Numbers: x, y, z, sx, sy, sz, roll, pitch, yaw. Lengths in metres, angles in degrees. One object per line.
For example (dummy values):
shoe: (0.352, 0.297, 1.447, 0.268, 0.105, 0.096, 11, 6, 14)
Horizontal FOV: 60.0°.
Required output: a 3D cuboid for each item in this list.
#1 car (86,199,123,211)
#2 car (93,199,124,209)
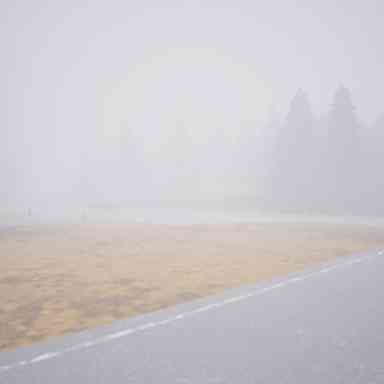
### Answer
car: (-11.472, 1.706, 42.872, 4.718, 1.301, 1.895, 0, 0, 33)
car: (-11.876, 1.680, 47.382, 4.181, 1.385, 1.994, 0, 0, 33)
